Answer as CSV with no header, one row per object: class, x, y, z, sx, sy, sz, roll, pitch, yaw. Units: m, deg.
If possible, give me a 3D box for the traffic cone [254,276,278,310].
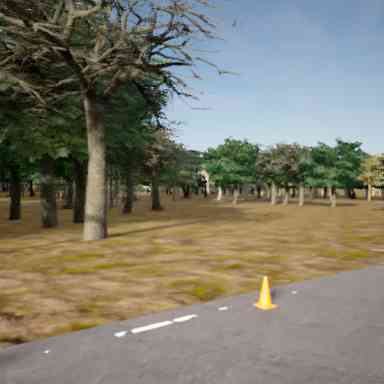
traffic cone,1.454,1.951,6.565,0.340,0.580,0.340,0,0,-33
